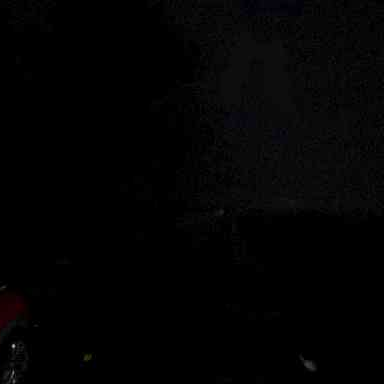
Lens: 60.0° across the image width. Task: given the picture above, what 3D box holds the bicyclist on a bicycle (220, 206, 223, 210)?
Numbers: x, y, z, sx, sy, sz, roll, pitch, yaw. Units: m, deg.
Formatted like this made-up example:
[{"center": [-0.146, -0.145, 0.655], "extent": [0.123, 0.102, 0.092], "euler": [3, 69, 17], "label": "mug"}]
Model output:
[{"center": [1.909, 1.724, 21.556], "extent": [0.866, 1.612, 1.509], "euler": [0, -1, 5], "label": "bicyclist on a bicycle"}]

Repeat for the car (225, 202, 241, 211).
[{"center": [6.636, 2.473, 55.678], "extent": [1.837, 1.490, 4.892], "euler": [0, -1, 13], "label": "car"}]

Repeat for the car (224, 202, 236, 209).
[{"center": [8.652, 2.965, 75.151], "extent": [1.882, 1.535, 5.008], "euler": [0, -2, 17], "label": "car"}]

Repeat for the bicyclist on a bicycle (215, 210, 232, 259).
[{"center": [1.226, 1.596, 12.357], "extent": [0.582, 1.620, 1.656], "euler": [0, -1, 3], "label": "bicyclist on a bicycle"}]

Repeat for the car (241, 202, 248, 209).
[{"center": [11.017, 2.974, 72.644], "extent": [2.033, 1.411, 5.357], "euler": [0, -2, 18], "label": "car"}]

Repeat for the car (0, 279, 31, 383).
[{"center": [-3.021, 1.369, 2.118], "extent": [2.097, 1.767, 4.553], "euler": [0, -1, 1], "label": "car"}]
